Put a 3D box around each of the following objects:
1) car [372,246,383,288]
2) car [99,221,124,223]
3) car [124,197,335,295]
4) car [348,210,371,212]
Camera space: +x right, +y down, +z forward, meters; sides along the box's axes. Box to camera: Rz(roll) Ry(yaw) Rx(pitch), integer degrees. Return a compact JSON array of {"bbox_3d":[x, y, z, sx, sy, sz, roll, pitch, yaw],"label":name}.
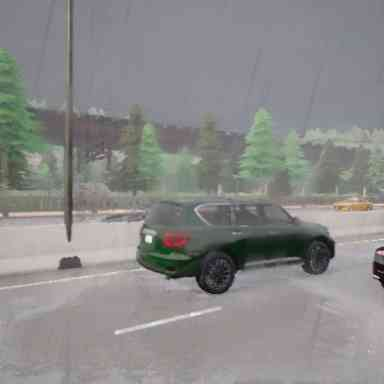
[{"bbox_3d":[6.114,1.496,7.544,4.902,1.511,2.128,0,0,-32],"label":"car"},{"bbox_3d":[-1.806,1.335,15.211,4.902,1.511,2.128,0,1,-32],"label":"car"},{"bbox_3d":[1.320,1.156,8.741,5.566,2.045,2.150,1,0,-32],"label":"car"},{"bbox_3d":[16.945,1.381,35.070,5.008,1.535,1.882,0,1,-32],"label":"car"}]
